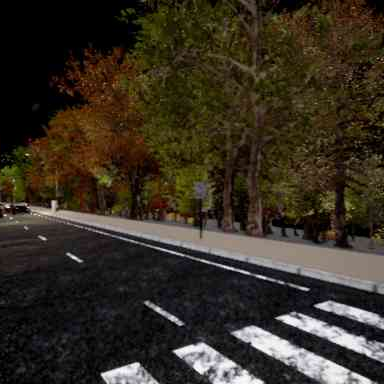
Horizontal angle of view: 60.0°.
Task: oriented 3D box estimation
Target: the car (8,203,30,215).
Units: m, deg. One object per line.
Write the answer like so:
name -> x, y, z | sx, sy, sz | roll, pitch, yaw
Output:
car -> -22.708, 2.221, 44.123 | 2.128, 1.511, 4.902 | -2, 0, -32

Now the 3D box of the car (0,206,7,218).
car -> -22.644, 2.224, 37.993 | 1.837, 1.490, 4.892 | -2, 0, -33
